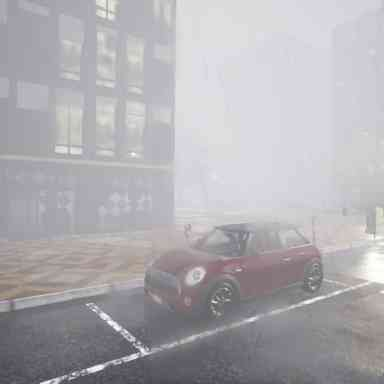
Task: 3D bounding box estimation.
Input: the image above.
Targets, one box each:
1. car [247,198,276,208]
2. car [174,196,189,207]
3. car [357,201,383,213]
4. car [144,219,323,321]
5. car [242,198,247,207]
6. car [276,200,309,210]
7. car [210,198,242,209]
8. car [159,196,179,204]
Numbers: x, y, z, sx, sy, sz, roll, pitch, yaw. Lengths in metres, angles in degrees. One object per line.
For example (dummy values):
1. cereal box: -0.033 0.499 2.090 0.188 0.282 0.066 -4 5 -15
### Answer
1. car: 11.202 1.800 51.527 1.887 1.381 4.507 1 -1 -35
2. car: -2.199 1.733 55.931 1.887 1.381 4.507 1 -1 -35
3. car: 21.047 1.730 37.653 1.947 1.339 4.313 1 -1 -35
4. car: 0.990 1.442 7.261 4.097 1.590 1.967 0 1 -36
5. car: 7.921 1.726 56.152 1.967 1.590 4.097 1 -1 -35
6. car: 14.483 1.806 46.901 1.802 1.307 4.206 1 -1 -35
7. car: 4.365 1.678 46.682 2.008 1.369 4.403 1 -1 -35
8. car: -5.205 1.724 74.652 2.192 1.841 5.009 1 -1 -35
